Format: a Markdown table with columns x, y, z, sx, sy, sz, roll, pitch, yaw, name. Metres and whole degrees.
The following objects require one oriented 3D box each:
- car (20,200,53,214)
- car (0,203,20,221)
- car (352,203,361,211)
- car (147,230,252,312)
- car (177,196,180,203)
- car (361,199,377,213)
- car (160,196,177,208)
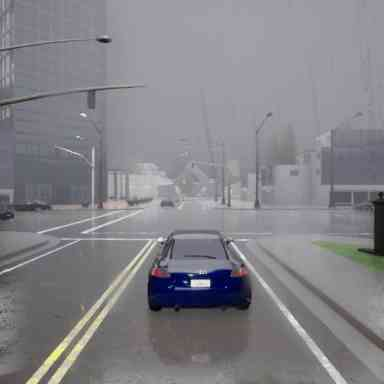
| x | y | z | sx | sy | sz | roll | pitch | yaw | name |
| --- | --- | --- | --- | --- | --- | --- | --- | --- | --- |
| -17.985 | 1.621 | 36.808 | 4.902 | 1.511 | 2.128 | -1 | 0 | 1 | car |
| -16.392 | 1.671 | 26.225 | 4.181 | 1.385 | 1.994 | -1 | 0 | 0 | car |
| 20.364 | 1.479 | 37.209 | 4.674 | 1.442 | 1.812 | 0 | 0 | 0 | car |
| 0.089 | 1.564 | 7.814 | 1.994 | 1.385 | 4.181 | 0 | 0 | -2 | car |
| -3.485 | 1.521 | 66.454 | 2.128 | 1.511 | 4.902 | 0 | 0 | 0 | car |
| 20.214 | 1.553 | 33.718 | 4.718 | 1.301 | 1.895 | 0 | 0 | 0 | car |
| -3.583 | 1.601 | 48.810 | 1.895 | 1.301 | 4.718 | 0 | 0 | 0 | car |
